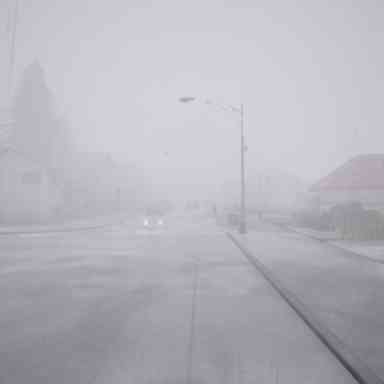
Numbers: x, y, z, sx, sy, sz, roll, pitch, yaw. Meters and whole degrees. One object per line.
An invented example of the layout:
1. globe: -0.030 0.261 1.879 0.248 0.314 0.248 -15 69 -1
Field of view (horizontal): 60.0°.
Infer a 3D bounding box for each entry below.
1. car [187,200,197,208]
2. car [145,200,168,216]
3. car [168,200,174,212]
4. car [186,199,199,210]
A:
1. car: 0.002 2.540 72.405 2.128 1.511 4.902 0 -1 0
2. car: -4.098 1.917 37.491 1.837 1.490 4.892 0 -1 0
3. car: -4.091 1.874 47.535 2.097 1.767 4.553 0 -1 0
4. car: 0.101 1.946 54.096 2.097 1.767 4.553 0 -1 0
